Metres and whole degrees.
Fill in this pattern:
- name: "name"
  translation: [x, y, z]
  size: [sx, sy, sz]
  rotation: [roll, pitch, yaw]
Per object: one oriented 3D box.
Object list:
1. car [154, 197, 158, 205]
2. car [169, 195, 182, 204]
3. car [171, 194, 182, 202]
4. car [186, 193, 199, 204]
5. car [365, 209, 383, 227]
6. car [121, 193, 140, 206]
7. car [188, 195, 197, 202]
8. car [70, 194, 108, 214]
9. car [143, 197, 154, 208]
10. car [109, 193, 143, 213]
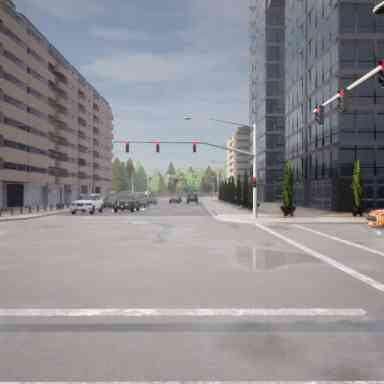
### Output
- name: "car"
  translation: [-7.171, 1.564, 58.419]
  size: [1.994, 1.385, 4.181]
  rotation: [0, 0, 1]
- name: "car"
  translation: [-3.414, 1.526, 64.283]
  size: [1.812, 1.442, 4.674]
  rotation: [0, 0, 1]
- name: "car"
  translation: [-3.389, 1.355, 74.301]
  size: [2.097, 1.767, 4.553]
  rotation: [0, 0, 1]
- name: "car"
  translation: [0.080, 1.221, 63.864]
  size: [2.150, 2.045, 5.566]
  rotation: [0, 0, 1]
- name: "car"
  translation: [13.585, 1.407, 21.136]
  size: [4.553, 1.767, 2.097]
  rotation: [0, 0, 0]
- name: "car"
  translation: [-10.663, 1.217, 58.417]
  size: [2.150, 2.045, 5.566]
  rotation: [0, 1, 2]
- name: "car"
  translation: [0.119, 1.500, 74.577]
  size: [1.837, 1.490, 4.892]
  rotation: [0, 0, 1]
- name: "car"
  translation: [-10.918, 1.221, 34.981]
  size: [2.150, 2.045, 5.566]
  rotation: [0, 0, -1]
- name: "car"
  translation: [-7.311, 1.547, 48.399]
  size: [2.033, 1.411, 5.357]
  rotation: [0, 0, 1]
- name: "car"
  translation: [-7.408, 1.221, 38.155]
  size: [2.150, 2.045, 5.566]
  rotation: [0, 0, 1]
